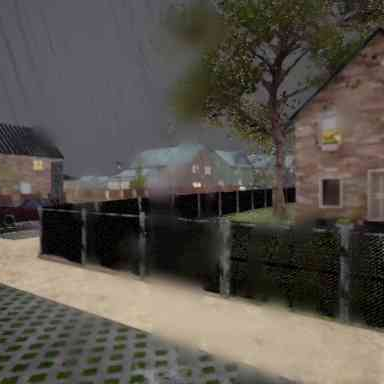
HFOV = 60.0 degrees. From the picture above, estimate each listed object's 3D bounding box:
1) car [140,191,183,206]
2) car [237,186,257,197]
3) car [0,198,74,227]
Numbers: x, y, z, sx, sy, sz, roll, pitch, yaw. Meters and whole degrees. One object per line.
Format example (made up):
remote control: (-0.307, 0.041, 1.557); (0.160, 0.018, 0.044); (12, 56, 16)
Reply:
car: (-2.353, 0.645, 29.274); (2.033, 1.411, 5.357); (0, 2, 36)
car: (6.814, 0.044, 41.872); (2.128, 1.511, 4.902); (0, 2, 36)
car: (-9.433, 1.081, 19.457); (2.033, 1.411, 5.357); (0, 2, 35)
